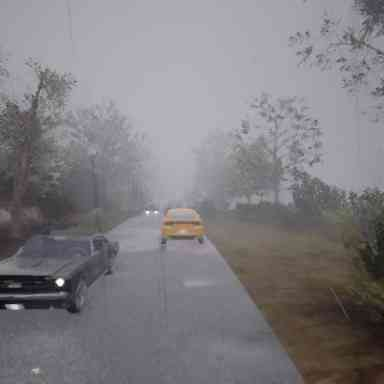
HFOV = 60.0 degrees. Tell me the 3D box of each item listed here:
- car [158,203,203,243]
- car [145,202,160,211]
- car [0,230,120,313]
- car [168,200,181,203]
[{"bbox_3d":[-0.524,1.557,16.681,1.882,1.535,5.008,0,0,-3],"label":"car"},{"bbox_3d":[-5.828,2.116,49.374,1.994,1.385,4.181,0,-1,-4],"label":"car"},{"bbox_3d":[-3.033,1.626,7.770,1.895,1.301,4.718,0,0,-2],"label":"car"},{"bbox_3d":[-1.976,1.666,37.178,2.097,1.767,4.553,0,-1,-4],"label":"car"}]
